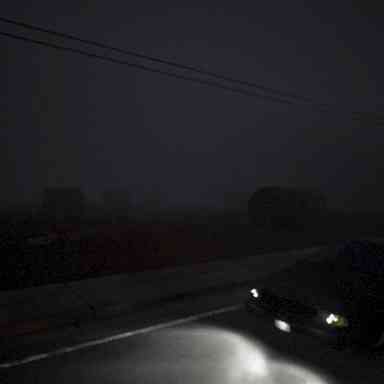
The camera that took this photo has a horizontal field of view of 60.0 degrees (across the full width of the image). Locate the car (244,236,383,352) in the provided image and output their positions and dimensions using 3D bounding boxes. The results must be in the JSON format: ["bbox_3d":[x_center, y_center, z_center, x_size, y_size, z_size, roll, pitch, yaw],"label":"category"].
[{"bbox_3d":[3.515,1.608,6.432,5.357,1.411,2.033,1,0,-35],"label":"car"}]
